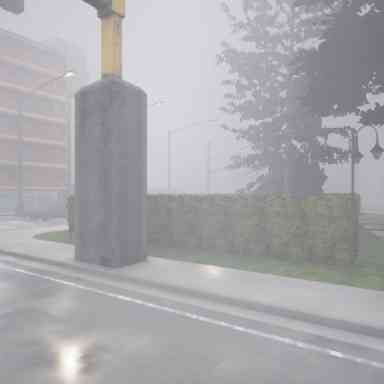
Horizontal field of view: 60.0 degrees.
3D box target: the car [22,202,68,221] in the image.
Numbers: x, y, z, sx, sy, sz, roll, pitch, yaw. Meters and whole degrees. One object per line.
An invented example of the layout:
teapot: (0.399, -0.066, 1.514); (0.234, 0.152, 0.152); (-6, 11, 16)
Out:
car: (-10.942, 1.545, 27.416); (2.033, 1.411, 5.357); (0, 0, 36)
